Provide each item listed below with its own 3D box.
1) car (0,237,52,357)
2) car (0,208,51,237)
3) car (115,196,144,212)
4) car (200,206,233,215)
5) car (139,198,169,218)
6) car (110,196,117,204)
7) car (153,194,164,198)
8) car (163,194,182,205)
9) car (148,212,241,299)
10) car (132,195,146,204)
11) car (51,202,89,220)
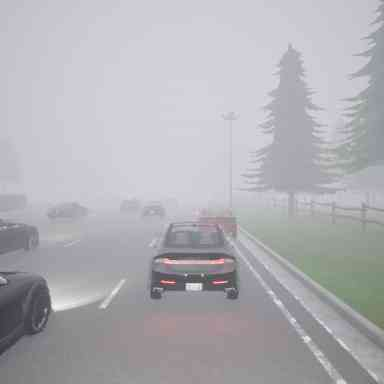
[{"bbox_3d":[-3.397,1.564,4.046,1.994,1.385,4.181,0,0,0],"label":"car"},{"bbox_3d":[-6.891,1.491,11.048,2.128,1.511,4.902,0,0,0],"label":"car"},{"bbox_3d":[-6.873,1.491,37.803,2.128,1.511,4.902,0,0,0],"label":"car"},{"bbox_3d":[1.238,1.478,17.749,1.882,1.535,5.008,0,0,0],"label":"car"},{"bbox_3d":[-3.392,1.525,30.446,1.812,1.442,4.674,0,0,0],"label":"car"},{"bbox_3d":[-13.856,1.492,61.902,2.128,1.511,4.902,0,0,0],"label":"car"},{"bbox_3d":[-6.940,1.553,74.721,1.994,1.385,4.181,0,0,0],"label":"car"},{"bbox_3d":[-3.358,1.492,58.159,2.128,1.511,4.902,0,0,0],"label":"car"},{"bbox_3d":[0.058,1.492,8.408,2.128,1.511,4.902,0,0,0],"label":"car"},{"bbox_3d":[-10.352,1.477,65.063,1.882,1.535,5.008,0,0,0],"label":"car"},{"bbox_3d":[-10.380,1.547,28.171,2.033,1.411,5.357,0,0,0],"label":"car"}]
